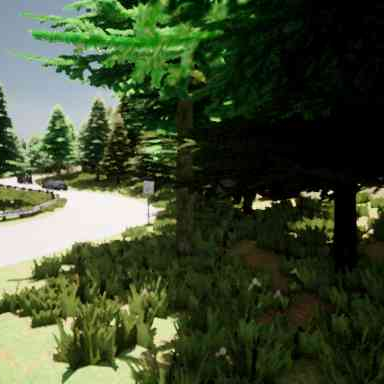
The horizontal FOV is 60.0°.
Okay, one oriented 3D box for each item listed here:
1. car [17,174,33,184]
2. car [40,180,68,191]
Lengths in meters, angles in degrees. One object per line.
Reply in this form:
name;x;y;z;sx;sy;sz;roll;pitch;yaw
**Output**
car;-26.786;-2.103;53.220;1.837;1.490;4.892;0;5;-35
car;-18.678;-0.984;45.003;4.181;1.385;1.994;6;4;36
